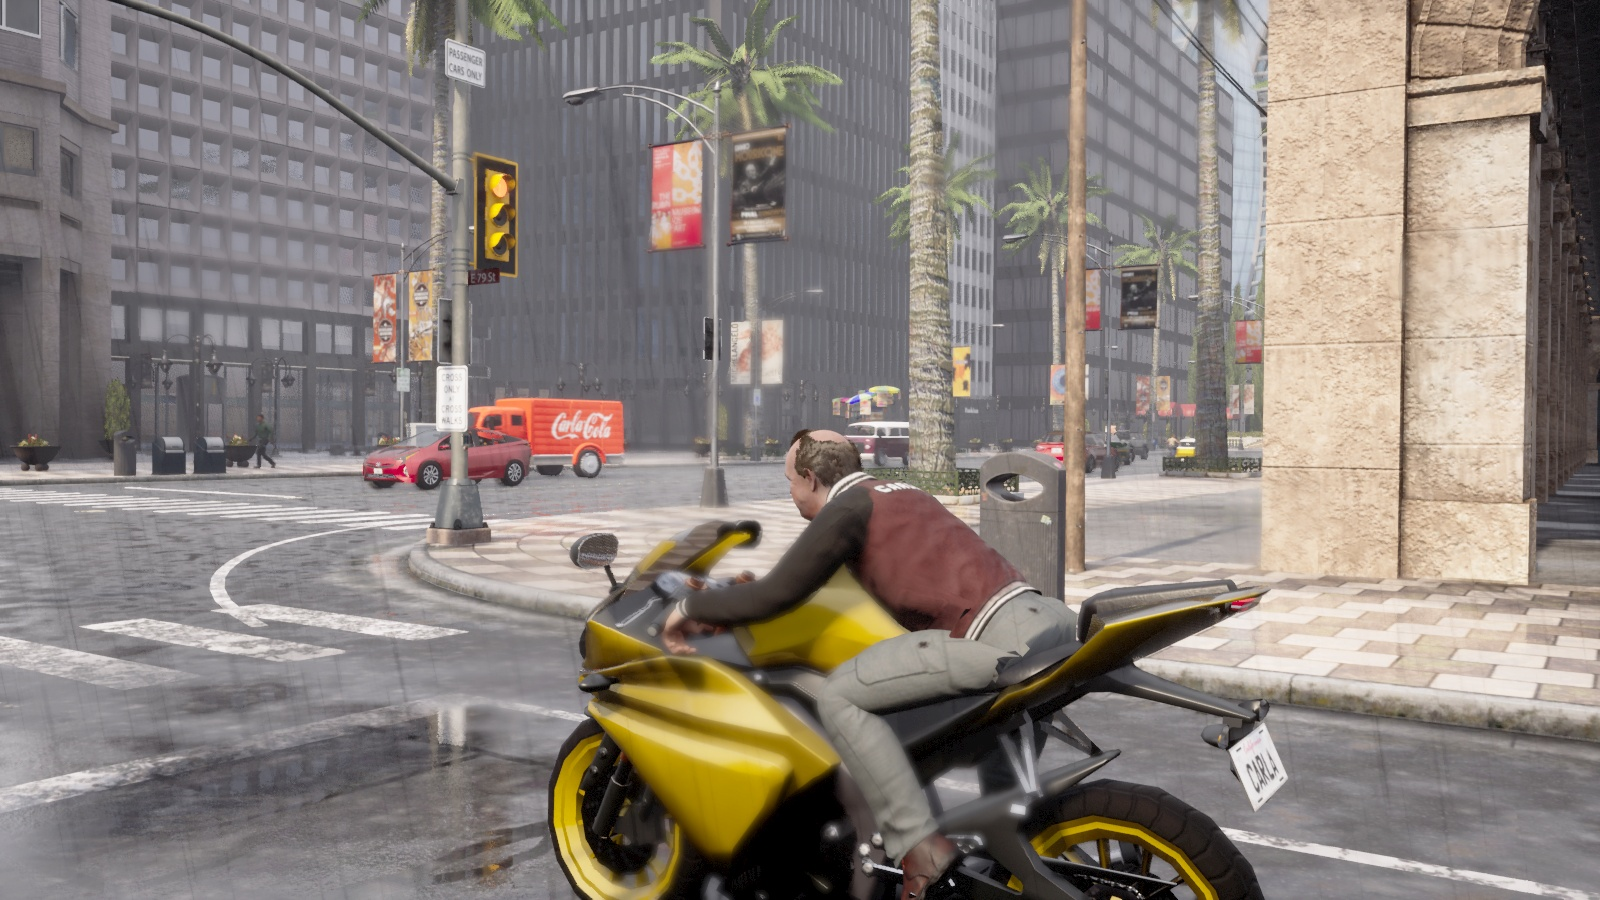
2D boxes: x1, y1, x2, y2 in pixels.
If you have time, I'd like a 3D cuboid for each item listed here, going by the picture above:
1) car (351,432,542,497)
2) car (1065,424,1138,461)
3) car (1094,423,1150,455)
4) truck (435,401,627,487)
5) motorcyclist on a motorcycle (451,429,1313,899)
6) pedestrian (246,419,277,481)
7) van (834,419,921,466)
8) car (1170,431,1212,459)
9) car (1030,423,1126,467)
[{"bbox_3d":[-8.995,0.318,32.343,2.007,1.525,4.514,0,1,33],"label":"car"},{"bbox_3d":[15.062,-0.401,62.572,2.097,1.767,4.553,0,1,33],"label":"car"},{"bbox_3d":[19.507,-0.665,75.930,1.932,1.855,4.605,0,1,33],"label":"car"},{"bbox_3d":[-8.297,-0.213,39.026,5.204,2.467,2.627,-1,1,-44],"label":"truck"},{"bbox_3d":[0.146,0.718,3.421,2.191,1.530,0.866,0,1,33],"label":"motorcyclist on a motorcycle"},{"bbox_3d":[-17.263,-0.006,40.284,0.423,1.949,0.788,0,1,33],"label":"pedestrian"},{"bbox_3d":[3.617,-0.367,57.767,2.069,2.038,4.480,0,1,33],"label":"van"},{"bbox_3d":[19.747,-0.258,63.381,1.481,1.376,2.207,0,1,33],"label":"car"},{"bbox_3d":[11.138,-0.209,50.092,2.242,1.667,4.611,0,1,33],"label":"car"}]
